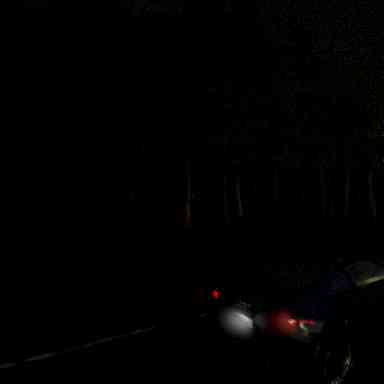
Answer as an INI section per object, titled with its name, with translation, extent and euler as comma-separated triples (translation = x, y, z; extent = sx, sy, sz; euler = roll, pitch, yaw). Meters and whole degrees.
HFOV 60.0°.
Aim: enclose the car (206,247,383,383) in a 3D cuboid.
[car]
translation = 2.276, 1.616, 5.375
extent = 4.181, 1.385, 1.994
euler = 1, 0, -36
